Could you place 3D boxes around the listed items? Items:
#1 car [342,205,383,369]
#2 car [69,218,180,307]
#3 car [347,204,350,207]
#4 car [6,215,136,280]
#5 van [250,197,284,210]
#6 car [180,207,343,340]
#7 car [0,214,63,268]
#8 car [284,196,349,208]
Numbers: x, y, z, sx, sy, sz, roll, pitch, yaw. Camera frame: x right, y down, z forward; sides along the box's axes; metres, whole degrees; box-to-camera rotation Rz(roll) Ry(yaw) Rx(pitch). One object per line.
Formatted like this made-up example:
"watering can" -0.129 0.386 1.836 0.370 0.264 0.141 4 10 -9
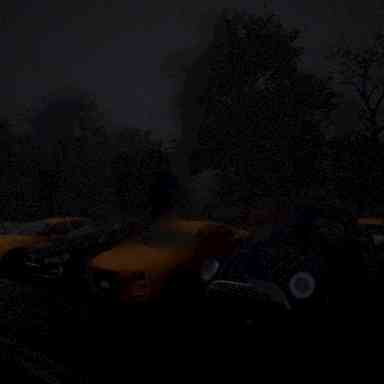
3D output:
"car" 4.271 1.223 5.183 2.435 2.045 5.566 0 0 36
"car" -0.223 1.510 8.435 2.097 1.535 5.008 0 0 36
"car" 9.700 1.484 17.186 1.946 1.575 5.366 0 0 36
"car" -2.479 1.539 10.045 2.231 1.521 4.892 -1 0 36
"van" 5.268 1.311 20.723 1.878 1.987 4.442 -1 0 36
"car" 2.051 1.364 6.842 2.185 1.767 4.553 0 0 36
"car" -4.844 1.572 11.499 1.946 1.575 5.366 -1 0 36
"car" 7.569 1.255 18.969 2.435 2.045 5.566 -1 0 36
